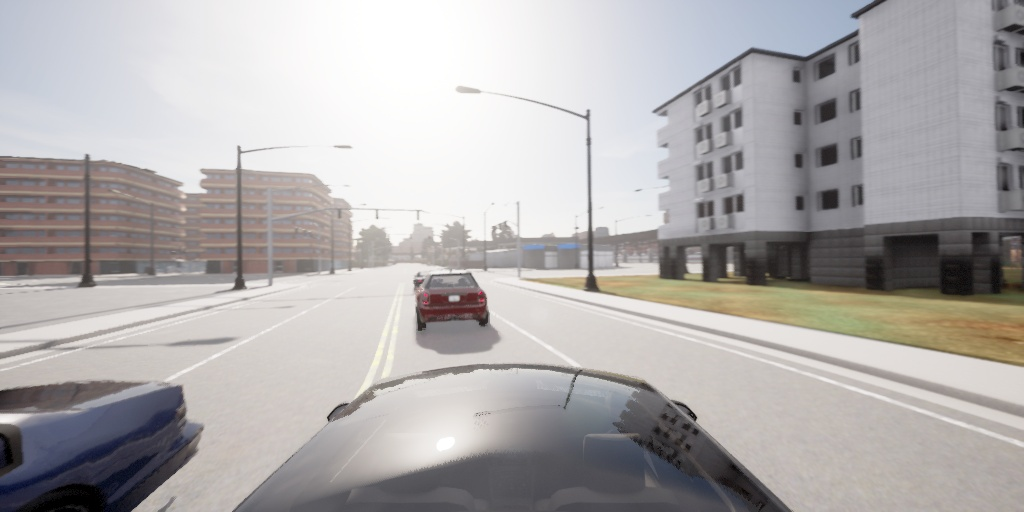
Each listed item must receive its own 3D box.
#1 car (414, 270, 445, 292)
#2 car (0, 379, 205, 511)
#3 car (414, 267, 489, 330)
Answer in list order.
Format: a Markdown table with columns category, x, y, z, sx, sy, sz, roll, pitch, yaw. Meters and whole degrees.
| category | x | y | z | sx | sy | sz | roll | pitch | yaw |
| --- | --- | --- | --- | --- | --- | --- | --- | --- | --- |
| car | -5.989 | 1.701 | 25.520 | 1.895 | 1.301 | 4.718 | -1 | -1 | -16 |
| car | -3.433 | 1.336 | 0.617 | 2.033 | 1.411 | 5.357 | -1 | -1 | -3 |
| car | -2.187 | 1.250 | 12.190 | 2.097 | 1.767 | 4.553 | -1 | -1 | -15 |
